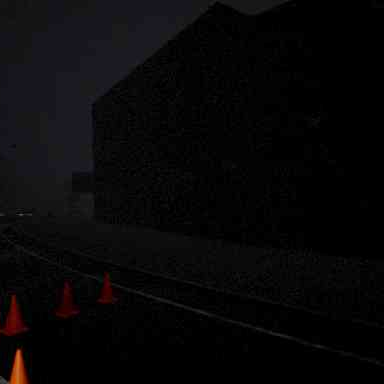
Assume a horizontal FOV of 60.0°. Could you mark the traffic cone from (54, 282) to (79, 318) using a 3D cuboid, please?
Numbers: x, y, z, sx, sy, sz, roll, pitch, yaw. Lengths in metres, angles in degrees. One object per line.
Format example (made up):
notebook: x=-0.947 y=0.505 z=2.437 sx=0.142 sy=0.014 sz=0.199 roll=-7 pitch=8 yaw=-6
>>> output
traffic cone: x=-2.404 y=2.035 z=6.382 sx=0.340 sy=0.580 sz=0.340 roll=0 pitch=-1 yaw=34

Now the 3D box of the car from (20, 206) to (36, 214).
car: x=-29.664 y=3.234 z=60.132 sx=1.837 sy=1.490 sz=4.892 roll=-1 pitch=-2 yaw=-14

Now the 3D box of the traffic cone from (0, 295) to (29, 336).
traffic cone: x=-2.966 y=2.022 z=5.557 sx=0.340 sy=0.580 sz=0.340 roll=0 pitch=-1 yaw=34

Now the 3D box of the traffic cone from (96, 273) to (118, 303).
traffic cone: x=-1.842 y=2.049 z=7.206 sx=0.340 sy=0.580 sz=0.340 roll=0 pitch=-1 yaw=34

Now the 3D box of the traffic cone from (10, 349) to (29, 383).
traffic cone: x=-1.877 y=2.002 z=3.606 sx=0.340 sy=0.580 sz=0.340 roll=0 pitch=-1 yaw=34
